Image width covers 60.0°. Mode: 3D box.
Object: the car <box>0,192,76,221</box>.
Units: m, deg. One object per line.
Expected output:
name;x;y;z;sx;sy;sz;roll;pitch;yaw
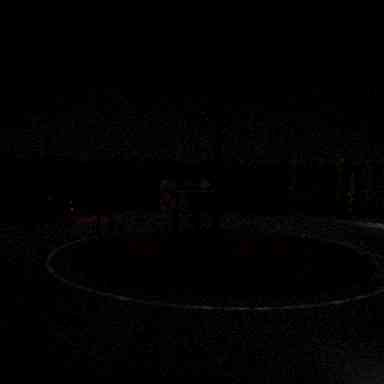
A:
car;-8.922;0.757;18.152;4.902;1.511;2.128;0;3;-9
